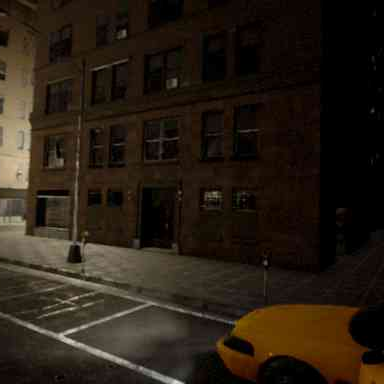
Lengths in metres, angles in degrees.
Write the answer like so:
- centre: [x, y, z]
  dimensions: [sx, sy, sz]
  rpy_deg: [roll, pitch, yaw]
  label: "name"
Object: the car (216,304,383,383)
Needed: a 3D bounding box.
- centre: [2.855, 1.719, 3.318]
  dimensions: [5.366, 1.575, 1.801]
  rpy_deg: [0, -3, 33]
  label: "car"
